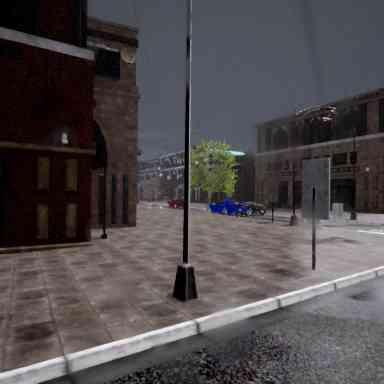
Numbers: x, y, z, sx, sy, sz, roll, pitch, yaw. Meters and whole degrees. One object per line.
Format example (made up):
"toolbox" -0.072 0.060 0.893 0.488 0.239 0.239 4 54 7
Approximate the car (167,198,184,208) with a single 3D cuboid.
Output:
"car" -2.192 1.627 49.300 1.887 1.381 4.507 1 -1 -27

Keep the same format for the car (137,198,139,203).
"car" -12.228 1.671 68.993 1.802 1.307 4.206 1 -1 -27

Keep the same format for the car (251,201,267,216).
"car" 5.761 1.628 33.759 2.008 1.369 4.403 1 -1 -27

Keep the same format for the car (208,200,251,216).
"car" 3.328 1.513 32.942 1.882 1.535 5.008 1 -1 -26
